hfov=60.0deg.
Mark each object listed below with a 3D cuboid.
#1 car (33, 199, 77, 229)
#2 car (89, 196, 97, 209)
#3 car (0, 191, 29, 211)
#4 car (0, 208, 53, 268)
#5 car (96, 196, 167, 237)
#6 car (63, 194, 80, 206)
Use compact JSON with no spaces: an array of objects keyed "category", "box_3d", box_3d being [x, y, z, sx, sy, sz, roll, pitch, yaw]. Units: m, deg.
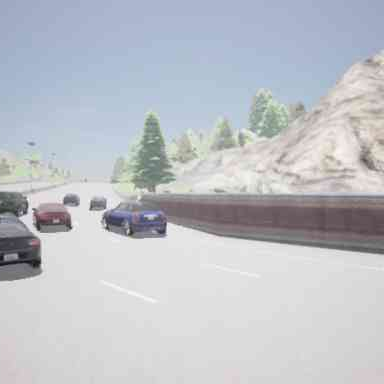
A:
[{"category":"car","box_3d":[-8.293,1.360,19.656,1.812,1.442,4.674,0,0,-28]},{"category":"car","box_3d":[-10.780,1.196,38.201,2.033,1.411,5.357,1,1,-15]},{"category":"car","box_3d":[-15.020,0.926,27.219,2.150,2.045,5.566,1,1,-15]},{"category":"car","box_3d":[-5.977,1.431,10.030,1.812,1.442,4.674,0,0,-41]},{"category":"car","box_3d":[-3.221,1.274,18.007,2.097,1.767,4.553,1,0,-35]},{"category":"car","box_3d":[-15.868,0.983,43.712,1.837,1.490,4.892,1,1,-15]}]
